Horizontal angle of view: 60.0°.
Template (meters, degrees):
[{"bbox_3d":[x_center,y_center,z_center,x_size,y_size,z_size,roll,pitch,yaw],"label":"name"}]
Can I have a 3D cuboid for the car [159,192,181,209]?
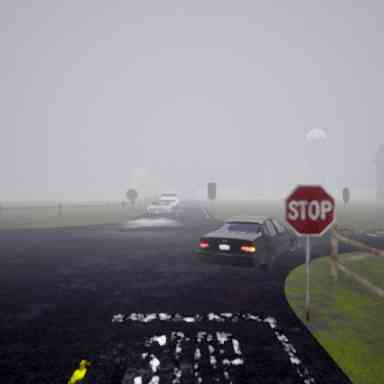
[{"bbox_3d":[-2.865,1.015,42.508,2.150,2.045,5.566,0,0,0],"label":"car"}]

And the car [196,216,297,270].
[{"bbox_3d":[2.037,1.486,10.903,2.033,1.411,5.357,0,0,28],"label":"car"}]

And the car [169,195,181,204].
[{"bbox_3d":[-2.826,1.277,55.997,1.812,1.442,4.674,0,0,1],"label":"car"}]

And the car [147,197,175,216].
[{"bbox_3d":[-2.897,1.442,30.246,1.895,1.301,4.718,0,0,1],"label":"car"}]
